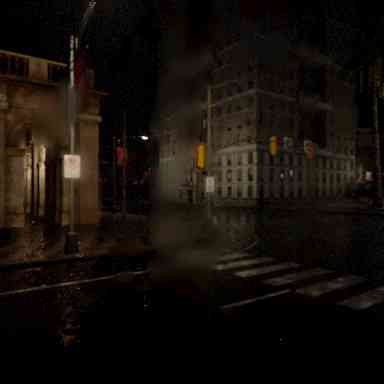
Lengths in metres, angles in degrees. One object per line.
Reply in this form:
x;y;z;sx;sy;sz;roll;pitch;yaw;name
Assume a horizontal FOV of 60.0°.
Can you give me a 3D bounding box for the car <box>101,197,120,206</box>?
-13.589;1.577;55.404;1.994;1.385;4.181;0;0;-36;car
